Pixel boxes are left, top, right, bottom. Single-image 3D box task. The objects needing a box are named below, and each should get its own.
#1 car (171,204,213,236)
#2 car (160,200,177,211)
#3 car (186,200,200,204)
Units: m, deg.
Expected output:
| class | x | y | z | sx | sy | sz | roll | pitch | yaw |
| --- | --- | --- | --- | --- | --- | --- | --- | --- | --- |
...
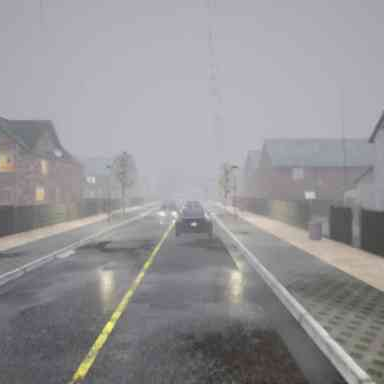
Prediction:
| class | x | y | z | sx | sy | sz | roll | pitch | yaw |
| --- | --- | --- | --- | --- | --- | --- | --- | --- | --- |
| car | 0.097 | 1.558 | 18.263 | 1.994 | 1.385 | 4.181 | 0 | 0 | 0 |
| car | -2.837 | 1.629 | 41.285 | 1.895 | 1.301 | 4.718 | 0 | 0 | 0 |
| car | 0.100 | 1.558 | 34.599 | 2.033 | 1.411 | 5.357 | 0 | 0 | 0 |
